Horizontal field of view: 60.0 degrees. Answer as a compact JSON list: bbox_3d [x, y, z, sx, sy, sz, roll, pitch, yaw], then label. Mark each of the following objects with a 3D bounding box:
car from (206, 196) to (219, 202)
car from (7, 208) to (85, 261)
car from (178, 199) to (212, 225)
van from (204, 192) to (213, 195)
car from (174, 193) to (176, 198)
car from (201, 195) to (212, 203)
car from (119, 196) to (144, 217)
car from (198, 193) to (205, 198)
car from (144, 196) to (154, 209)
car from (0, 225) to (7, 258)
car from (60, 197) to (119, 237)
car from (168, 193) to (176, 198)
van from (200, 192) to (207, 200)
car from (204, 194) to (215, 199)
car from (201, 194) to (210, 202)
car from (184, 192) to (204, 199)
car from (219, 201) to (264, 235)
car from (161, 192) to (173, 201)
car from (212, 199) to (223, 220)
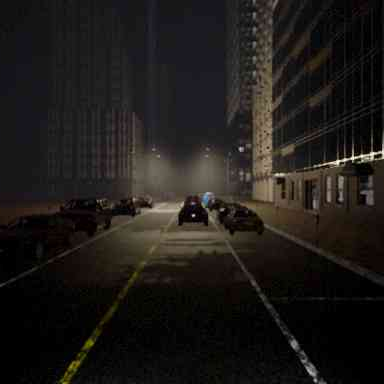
[{"bbox_3d":[2.685,1.396,34.823,1.802,1.307,4.206,0,0,0],"label":"car"},{"bbox_3d":[-5.689,1.486,12.089,1.887,1.381,4.507,0,0,0],"label":"car"},{"bbox_3d":[0.092,1.447,22.933,1.994,1.385,4.181,0,0,0],"label":"car"},{"bbox_3d":[2.682,1.053,51.204,1.690,1.788,3.998,0,0,0],"label":"van"},{"bbox_3d":[-5.711,0.999,88.407,2.008,1.369,4.403,1,0,0],"label":"car"},{"bbox_3d":[2.677,1.225,61.834,1.802,1.307,4.206,1,0,0],"label":"car"},{"bbox_3d":[-5.693,1.288,29.146,1.967,1.590,4.097,0,0,0],"label":"car"},{"bbox_3d":[2.668,0.930,93.888,1.752,1.417,4.829,1,0,0],"label":"car"},{"bbox_3d":[-5.696,1.219,40.518,1.967,1.590,4.097,0,0,0],"label":"car"},{"bbox_3d":[-5.687,1.551,6.404,1.802,1.307,4.206,0,0,0],"label":"car"},{"bbox_3d":[-5.688,1.226,17.773,2.192,1.841,5.009,0,0,0],"label":"car"},{"bbox_3d":[-5.712,0.957,93.720,2.008,1.369,4.403,1,0,0],"label":"car"},{"bbox_3d":[2.675,0.871,77.775,1.690,1.788,3.998,1,0,0],"label":"van"},{"bbox_3d":[2.683,1.324,40.508,1.887,1.381,4.507,0,0,0],"label":"car"},{"bbox_3d":[2.676,1.131,67.316,1.752,1.417,4.829,1,0,0],"label":"car"},{"bbox_3d":[0.086,1.132,40.254,2.097,1.767,4.553,0,0,0],"label":"car"},{"bbox_3d":[2.690,1.436,17.937,1.752,1.417,4.829,0,0,0],"label":"car"},{"bbox_3d":[-5.707,1.114,72.470,1.887,1.381,4.507,1,0,0],"label":"car"},{"bbox_3d":[2.688,1.446,23.453,1.947,1.339,4.313,0,0,0],"label":"car"}]
